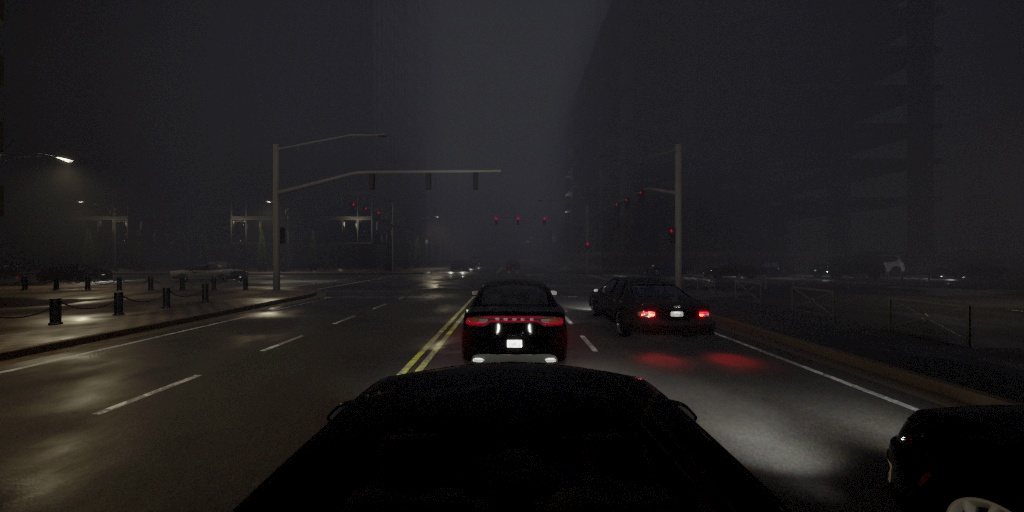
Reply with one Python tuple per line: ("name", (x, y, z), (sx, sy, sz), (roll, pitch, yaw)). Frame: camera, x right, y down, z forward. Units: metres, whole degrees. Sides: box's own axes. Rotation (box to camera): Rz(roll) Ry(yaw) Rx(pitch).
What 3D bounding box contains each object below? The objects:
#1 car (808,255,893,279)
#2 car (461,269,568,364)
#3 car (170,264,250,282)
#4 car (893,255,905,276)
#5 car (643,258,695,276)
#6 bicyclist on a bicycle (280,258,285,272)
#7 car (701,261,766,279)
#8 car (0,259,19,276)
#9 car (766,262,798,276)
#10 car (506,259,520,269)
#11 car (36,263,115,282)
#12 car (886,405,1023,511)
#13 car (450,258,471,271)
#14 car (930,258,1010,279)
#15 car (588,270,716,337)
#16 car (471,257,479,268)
("car", (29.426, 0.916, 31.546), (5.566, 2.045, 2.150), (0, 0, 0))
("car", (0.056, 1.228, 8.118), (1.882, 1.535, 5.008), (0, 0, 0))
("car", (-22.943, 1.295, 27.370), (4.718, 1.301, 1.895), (0, 0, 0))
("car", (34.896, 0.916, 35.060), (5.566, 2.045, 2.150), (0, 0, 0))
("car", (15.237, 1.047, 35.022), (4.553, 1.767, 2.097), (0, 0, 0))
("bicyclist on a bicycle", (-25.400, 0.995, 39.334), (0.582, 1.620, 1.656), (0, 0, 0))
("car", (19.161, 1.220, 31.493), (4.674, 1.442, 1.812), (0, 0, 0))
("car", (-51.170, 1.047, 34.787), (4.553, 1.767, 2.097), (0, 0, 1))
("car", (24.705, 1.242, 35.032), (5.357, 1.411, 2.033), (0, 0, 0))
("car", (0.140, 1.351, 52.341), (1.895, 1.301, 4.718), (0, 0, 0))
("car", (-33.281, 1.258, 27.407), (4.181, 1.385, 1.994), (0, 0, -1))
("car", (3.600, 1.255, 0.504), (1.837, 1.490, 4.892), (0, 0, 0))
("car", (-7.084, 1.228, 48.507), (1.882, 1.535, 5.008), (0, 0, 0))
("car", (39.918, 1.172, 31.561), (5.008, 1.535, 1.882), (0, 0, 0))
("car", (3.573, 1.297, 10.241), (2.033, 1.411, 5.357), (0, 0, 0))
("car", (-7.069, 1.297, 59.020), (2.033, 1.411, 5.357), (0, 0, 0))
